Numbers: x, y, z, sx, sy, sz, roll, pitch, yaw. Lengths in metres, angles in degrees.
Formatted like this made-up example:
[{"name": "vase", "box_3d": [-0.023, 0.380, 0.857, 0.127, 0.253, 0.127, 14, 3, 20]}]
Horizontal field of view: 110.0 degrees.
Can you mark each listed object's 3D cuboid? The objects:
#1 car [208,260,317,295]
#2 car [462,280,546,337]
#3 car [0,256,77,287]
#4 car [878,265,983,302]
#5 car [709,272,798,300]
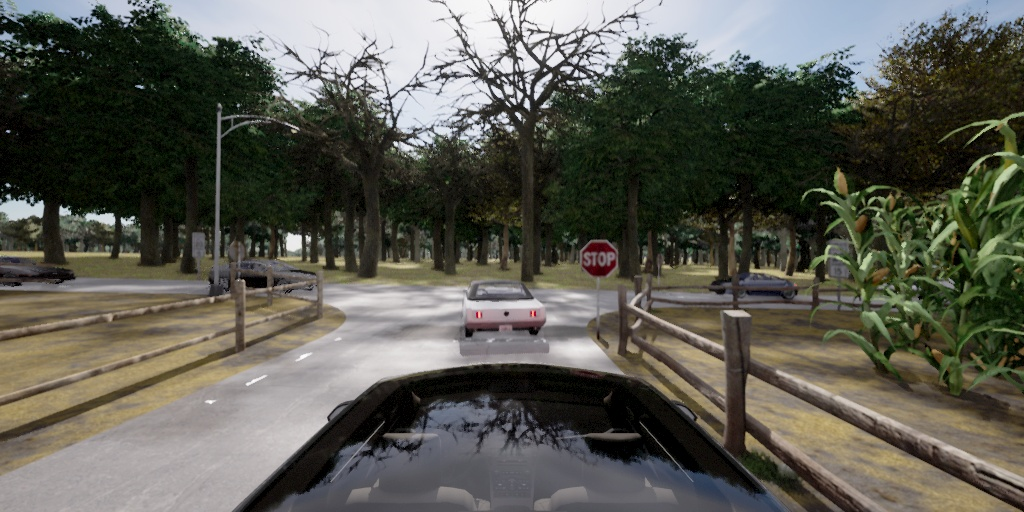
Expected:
[{"name": "car", "box_3d": [-11.570, 0.949, 16.956, 4.902, 1.511, 2.128, 1, 0, 4]}, {"name": "car", "box_3d": [-0.458, 1.325, 10.221, 1.895, 1.301, 4.718, 0, 0, -8]}, {"name": "car", "box_3d": [-24.598, 0.697, 17.284, 5.357, 1.411, 2.033, 1, 0, 0]}, {"name": "car", "box_3d": [23.956, 1.515, 19.998, 5.566, 2.045, 2.150, 1, 0, 1]}, {"name": "car", "box_3d": [13.405, 1.607, 20.057, 4.181, 1.385, 1.994, 1, 0, 0]}]
